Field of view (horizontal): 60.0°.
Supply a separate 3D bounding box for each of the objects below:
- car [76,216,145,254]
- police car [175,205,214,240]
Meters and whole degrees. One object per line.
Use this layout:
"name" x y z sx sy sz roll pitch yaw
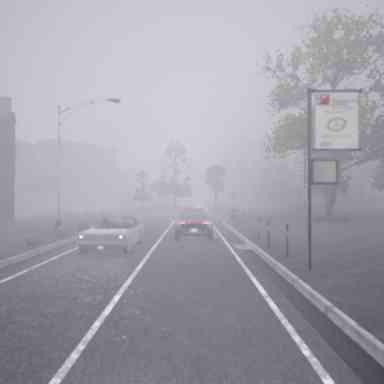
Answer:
"car" -3.269 1.732 14.150 1.895 1.301 4.718 0 -1 1
"police car" 0.103 1.708 18.329 2.038 1.542 4.974 0 -1 0
